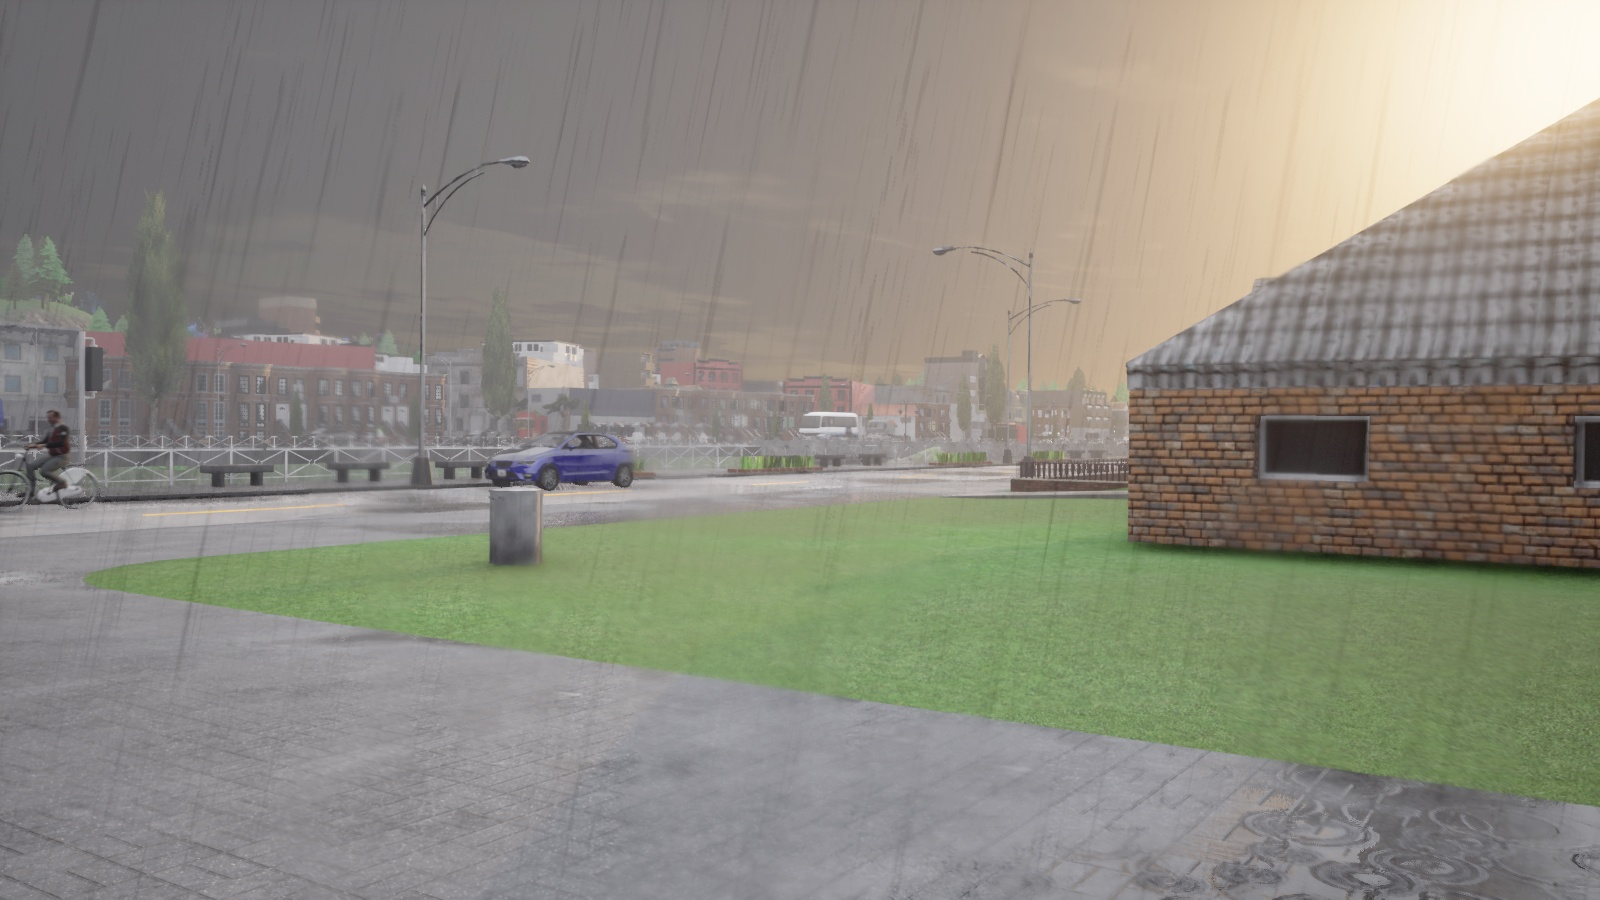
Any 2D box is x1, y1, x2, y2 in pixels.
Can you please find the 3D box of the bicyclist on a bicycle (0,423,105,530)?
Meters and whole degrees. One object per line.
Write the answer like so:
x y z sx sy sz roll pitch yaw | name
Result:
-13.048 0.426 21.553 0.659 1.776 1.843 0 1 34 | bicyclist on a bicycle

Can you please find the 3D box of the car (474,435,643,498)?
-6.077 0.362 32.051 1.816 1.474 4.193 0 1 34 | car

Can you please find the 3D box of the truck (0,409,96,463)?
-51.241 -0.916 82.721 2.891 3.462 7.936 0 1 34 | truck
